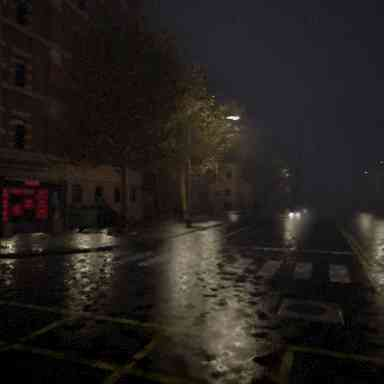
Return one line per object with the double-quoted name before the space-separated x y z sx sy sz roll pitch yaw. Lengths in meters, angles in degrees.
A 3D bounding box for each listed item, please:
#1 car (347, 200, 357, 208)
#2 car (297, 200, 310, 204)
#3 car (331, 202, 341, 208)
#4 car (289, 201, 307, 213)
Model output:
"car" 38.118 3.118 79.310 2.033 1.411 5.357 0 -1 21
"car" 23.360 3.058 70.324 1.812 1.442 4.674 0 -1 21
"car" 34.855 3.125 80.575 1.812 1.442 4.674 0 -1 21
"car" 17.250 2.687 54.836 2.128 1.511 4.902 0 -1 22
